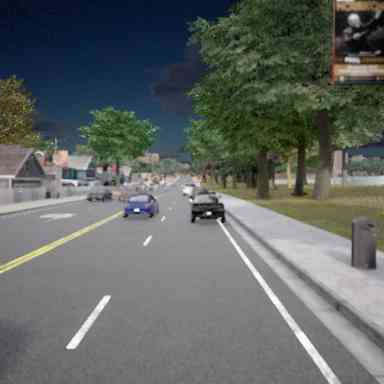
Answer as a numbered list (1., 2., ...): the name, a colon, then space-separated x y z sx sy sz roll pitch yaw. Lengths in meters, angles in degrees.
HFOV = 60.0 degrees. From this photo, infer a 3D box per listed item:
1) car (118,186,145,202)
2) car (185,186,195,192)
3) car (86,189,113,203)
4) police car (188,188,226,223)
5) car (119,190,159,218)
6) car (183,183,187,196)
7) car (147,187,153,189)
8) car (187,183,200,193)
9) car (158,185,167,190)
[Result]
1. car: -6.808 0.163 36.974 2.097 1.767 4.553 0 2 0
2. car: -0.434 -0.658 73.728 2.033 1.411 5.357 0 1 0
3. car: -10.060 0.367 36.701 2.033 1.411 5.357 0 2 0
4. police car: 0.860 0.805 19.788 1.930 1.638 5.238 0 2 0
5. car: -3.276 0.832 21.944 1.812 1.442 4.674 0 2 0
6. car: -0.312 -0.408 53.019 2.150 2.045 5.566 0 1 0
7. car: -10.211 -0.846 78.277 2.128 1.511 4.902 0 1 0
8. car: 0.765 0.202 35.640 2.097 1.767 4.553 0 2 0
9. car: -6.961 -1.017 78.323 2.097 1.767 4.553 0 1 0
